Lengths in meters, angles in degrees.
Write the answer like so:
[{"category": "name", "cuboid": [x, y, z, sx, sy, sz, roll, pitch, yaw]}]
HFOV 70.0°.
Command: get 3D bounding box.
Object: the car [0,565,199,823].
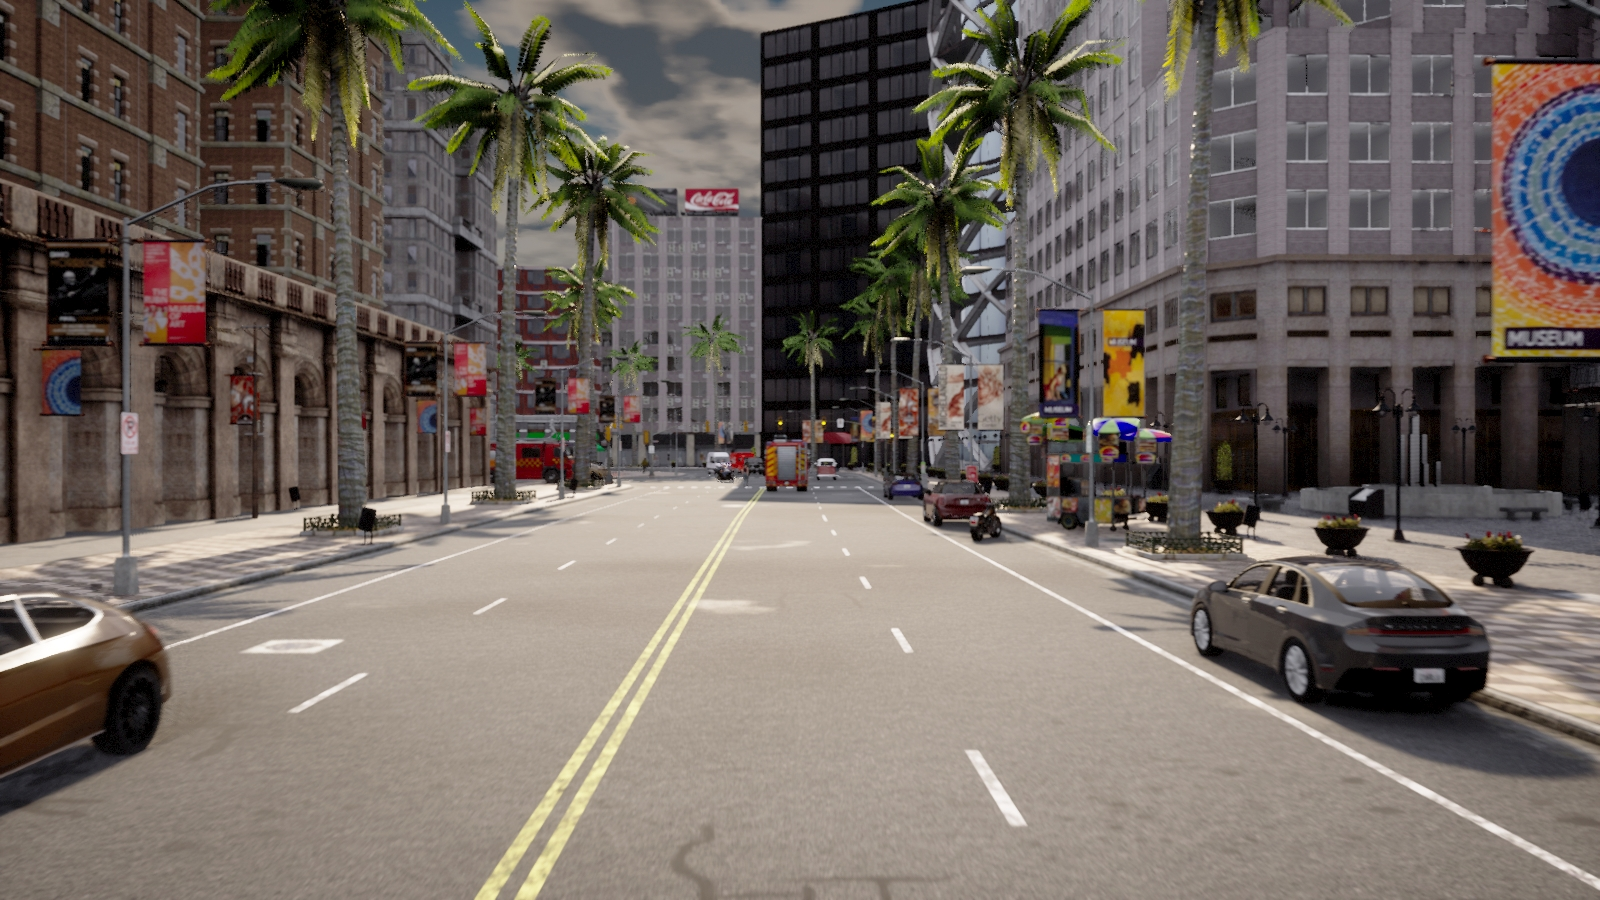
[{"category": "car", "cuboid": [-7.125, 1.992, 9.055, 2.152, 1.651, 5.027, 0, 0, -1]}]
